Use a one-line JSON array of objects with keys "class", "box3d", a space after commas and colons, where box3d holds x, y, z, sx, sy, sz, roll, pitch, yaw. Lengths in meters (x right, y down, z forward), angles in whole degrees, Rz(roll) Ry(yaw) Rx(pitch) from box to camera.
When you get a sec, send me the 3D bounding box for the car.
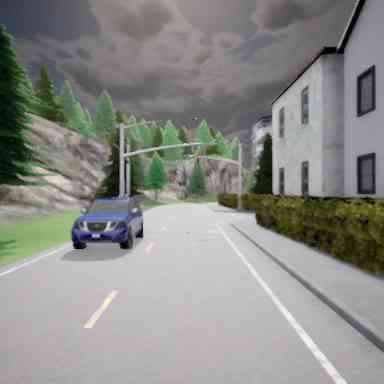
[{"class": "car", "box3d": [-3.506, 1.269, 14.944, 2.150, 2.045, 5.566, 0, 0, 0]}]
